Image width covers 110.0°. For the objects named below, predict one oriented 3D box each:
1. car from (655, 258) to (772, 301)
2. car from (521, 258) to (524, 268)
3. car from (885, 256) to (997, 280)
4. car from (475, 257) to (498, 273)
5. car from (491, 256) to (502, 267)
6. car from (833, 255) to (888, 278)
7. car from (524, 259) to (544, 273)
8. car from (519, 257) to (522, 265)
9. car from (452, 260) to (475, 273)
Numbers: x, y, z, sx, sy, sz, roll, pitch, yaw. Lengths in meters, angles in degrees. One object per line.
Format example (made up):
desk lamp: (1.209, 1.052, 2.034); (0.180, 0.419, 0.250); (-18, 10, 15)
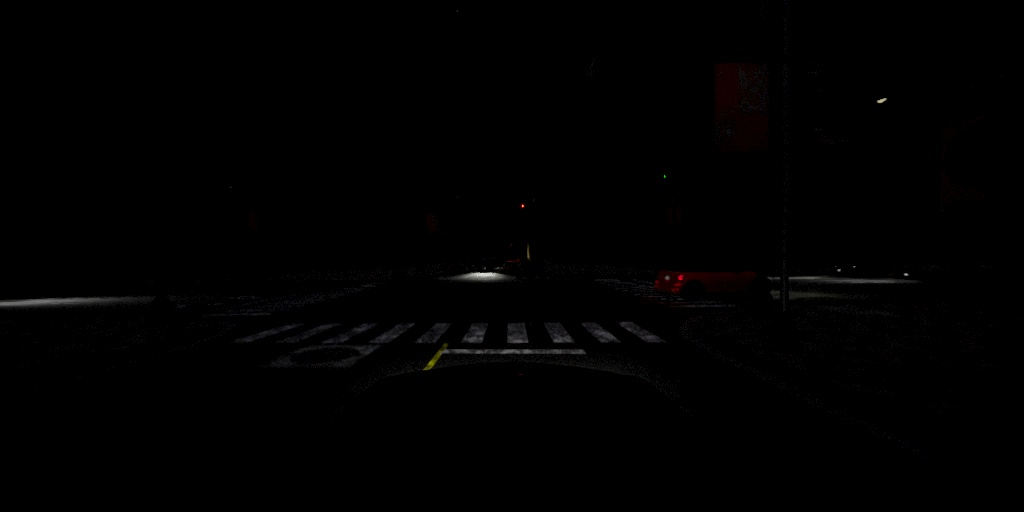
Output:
car: (8.736, 0.912, 15.639); (4.553, 1.767, 2.097); (-1, 0, -9)
car: (2.655, 1.243, 52.135); (1.888, 1.381, 4.507); (0, 0, 0)
car: (27.010, 0.819, 22.561); (4.718, 1.301, 1.895); (-1, 0, 0)
car: (-3.156, 1.197, 43.990); (2.128, 1.511, 4.902); (0, 0, 0)
car: (-3.216, 1.238, 62.109); (2.033, 1.411, 5.357); (0, 0, 0)
car: (26.012, 0.718, 25.807); (4.902, 1.511, 2.128); (-1, 0, 0)
car: (2.714, 1.258, 41.246); (2.007, 1.370, 4.403); (0, 0, 0)
car: (2.627, 1.244, 57.579); (2.007, 1.370, 4.403); (0, 0, 0)
car: (-5.812, 1.258, 41.204); (2.007, 1.370, 4.403); (0, 0, 0)
